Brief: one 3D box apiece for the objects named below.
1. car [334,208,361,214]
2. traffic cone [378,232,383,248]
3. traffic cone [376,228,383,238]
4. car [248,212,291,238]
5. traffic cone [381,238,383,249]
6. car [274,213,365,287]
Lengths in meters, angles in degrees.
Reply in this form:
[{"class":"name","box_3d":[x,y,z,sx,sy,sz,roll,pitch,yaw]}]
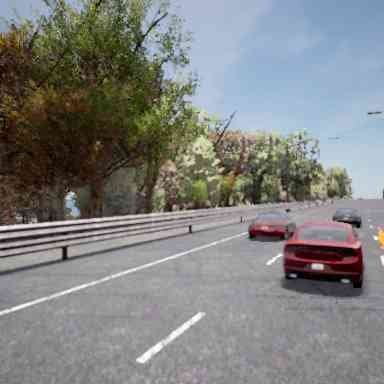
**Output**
[{"class":"car","box_3d":[12.161,1.920,26.121,1.994,1.385,4.181,0,-1,27]},{"class":"traffic cone","box_3d":[8.377,2.154,14.422,0.340,0.580,0.340,0,-1,26]},{"class":"traffic cone","box_3d":[9.269,2.178,16.211,0.340,0.580,0.340,0,-1,26]},{"class":"car","box_3d":[4.616,1.831,18.901,1.994,1.385,4.181,0,-1,26]},{"class":"traffic cone","box_3d":[7.485,2.130,12.632,0.340,0.580,0.340,0,-1,26]},{"class":"car","box_3d":[4.031,1.618,9.971,1.882,1.535,5.008,0,-1,26]}]
